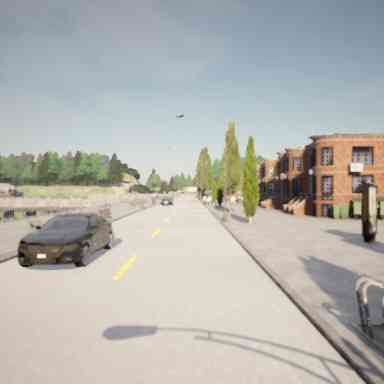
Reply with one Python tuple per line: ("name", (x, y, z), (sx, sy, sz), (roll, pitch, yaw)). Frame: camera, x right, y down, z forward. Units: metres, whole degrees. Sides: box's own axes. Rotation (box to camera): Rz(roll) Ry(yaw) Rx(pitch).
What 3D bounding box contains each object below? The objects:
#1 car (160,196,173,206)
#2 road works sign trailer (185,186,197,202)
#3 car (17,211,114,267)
("car", (-4.071, 1.487, 54.416), (2.128, 1.511, 4.902), (0, 0, 0))
("road works sign trailer", (-0.022, 0.459, 77.267), (2.380, 3.560, 2.880), (0, 0, 0))
("car", (-4.104, 1.477, 11.572), (1.882, 1.535, 5.008), (0, 0, 0))
